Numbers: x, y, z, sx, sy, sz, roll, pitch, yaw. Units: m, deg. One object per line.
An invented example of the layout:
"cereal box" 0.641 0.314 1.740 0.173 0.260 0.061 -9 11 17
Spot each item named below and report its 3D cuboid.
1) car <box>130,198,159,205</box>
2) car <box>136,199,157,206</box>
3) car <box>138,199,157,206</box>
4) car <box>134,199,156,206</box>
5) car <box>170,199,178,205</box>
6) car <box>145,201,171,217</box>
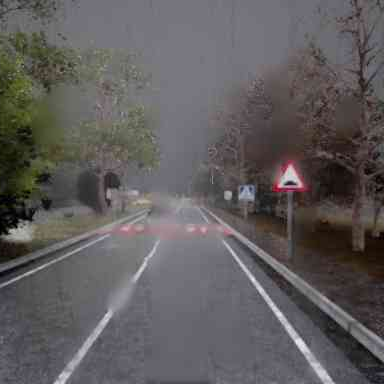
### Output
"car" -11.107 2.446 77.725 5.366 1.575 1.946 0 -2 -1
"car" -11.382 2.641 83.259 5.008 1.535 2.097 0 -2 -1
"car" -11.448 2.624 86.038 4.553 1.767 2.185 0 -2 -1
"car" -11.340 2.542 80.489 4.892 1.521 2.231 0 -2 -1
"car" -4.196 2.357 77.048 2.128 1.511 4.902 0 -2 -1
"car" -3.663 1.987 36.458 1.895 1.301 4.718 0 0 -1
